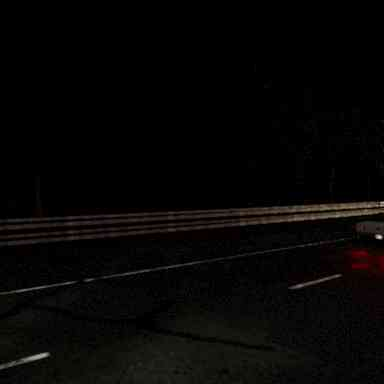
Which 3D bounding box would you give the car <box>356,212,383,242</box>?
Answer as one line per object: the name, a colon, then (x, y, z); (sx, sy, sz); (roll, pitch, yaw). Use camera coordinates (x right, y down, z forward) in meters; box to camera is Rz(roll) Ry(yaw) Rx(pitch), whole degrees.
car: (9.369, 1.518, 14.723); (4.718, 1.301, 1.895); (0, 0, -35)
